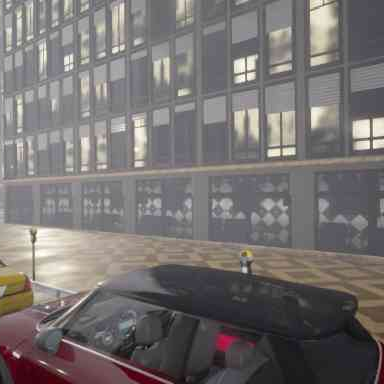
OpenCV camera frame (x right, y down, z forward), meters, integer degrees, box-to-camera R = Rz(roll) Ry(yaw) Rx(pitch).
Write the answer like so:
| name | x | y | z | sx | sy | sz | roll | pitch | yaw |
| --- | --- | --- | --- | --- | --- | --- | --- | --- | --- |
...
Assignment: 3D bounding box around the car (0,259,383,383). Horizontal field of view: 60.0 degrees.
| name | x | y | z | sx | sy | sz | roll | pitch | yaw |
| --- | --- | --- | --- | --- | --- | --- | --- | --- | --- |
| car | -0.326 | 1.441 | 3.124 | 4.097 | 1.590 | 1.967 | 0 | -1 | 35 |
